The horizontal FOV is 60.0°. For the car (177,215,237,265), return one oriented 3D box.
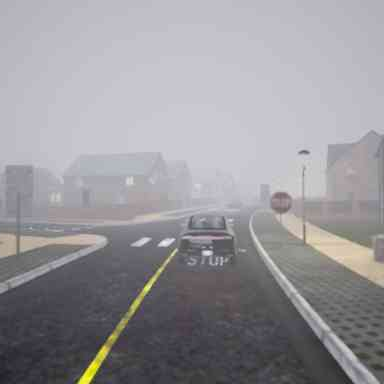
[{"bbox_3d":[0.548,1.564,12.008,2.128,1.511,4.902,0,0,3],"label":"car"}]

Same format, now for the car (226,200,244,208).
[{"bbox_3d":[6.685,1.835,51.329,1.895,1.301,4.718,0,0,20],"label":"car"}]

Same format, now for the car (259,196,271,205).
[{"bbox_3d":[14.713,1.589,63.150,2.097,1.767,4.553,0,0,26],"label":"car"}]

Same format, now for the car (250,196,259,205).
[{"bbox_3d":[13.074,1.612,66.329,2.097,1.767,4.553,0,0,25],"label":"car"}]
